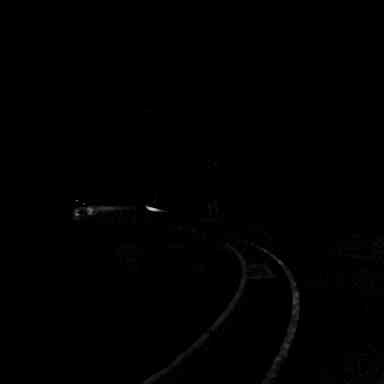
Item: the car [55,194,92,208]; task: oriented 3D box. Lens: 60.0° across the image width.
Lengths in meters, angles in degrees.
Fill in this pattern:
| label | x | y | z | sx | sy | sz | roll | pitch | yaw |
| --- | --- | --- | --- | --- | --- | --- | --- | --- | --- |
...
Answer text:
| label | x | y | z | sx | sy | sz | roll | pitch | yaw |
| --- | --- | --- | --- | --- | --- | --- | --- | --- | --- |
| car | -12.542 | 0.878 | 35.074 | 4.718 | 1.301 | 1.895 | 1 | 3 | 42 |
